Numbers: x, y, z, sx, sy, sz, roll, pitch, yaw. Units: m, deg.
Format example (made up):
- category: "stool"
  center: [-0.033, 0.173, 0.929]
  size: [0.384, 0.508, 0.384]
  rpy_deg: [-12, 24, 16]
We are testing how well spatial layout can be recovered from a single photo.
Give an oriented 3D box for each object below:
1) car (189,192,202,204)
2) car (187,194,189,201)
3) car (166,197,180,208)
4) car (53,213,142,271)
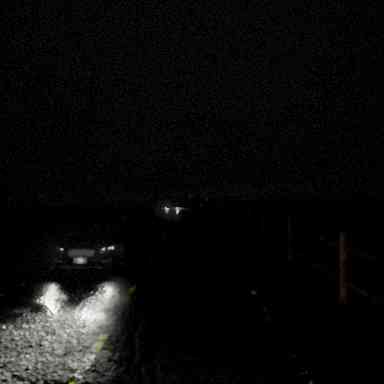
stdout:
- category: "car"
  center: [0.949, 1.370, 65.268]
  size: [2.097, 1.767, 4.553]
  rpy_deg: [0, 0, 0]
- category: "car"
  center: [-0.016, 1.120, 84.004]
  size: [2.150, 2.045, 5.566]
  rpy_deg: [0, 0, 0]
- category: "car"
  center: [-2.840, 1.482, 49.487]
  size: [1.882, 1.535, 5.008]
  rpy_deg: [0, 0, 0]
- category: "car"
  center: [-2.843, 1.487, 10.909]
  size: [2.128, 1.511, 4.902]
  rpy_deg: [0, 0, 0]
